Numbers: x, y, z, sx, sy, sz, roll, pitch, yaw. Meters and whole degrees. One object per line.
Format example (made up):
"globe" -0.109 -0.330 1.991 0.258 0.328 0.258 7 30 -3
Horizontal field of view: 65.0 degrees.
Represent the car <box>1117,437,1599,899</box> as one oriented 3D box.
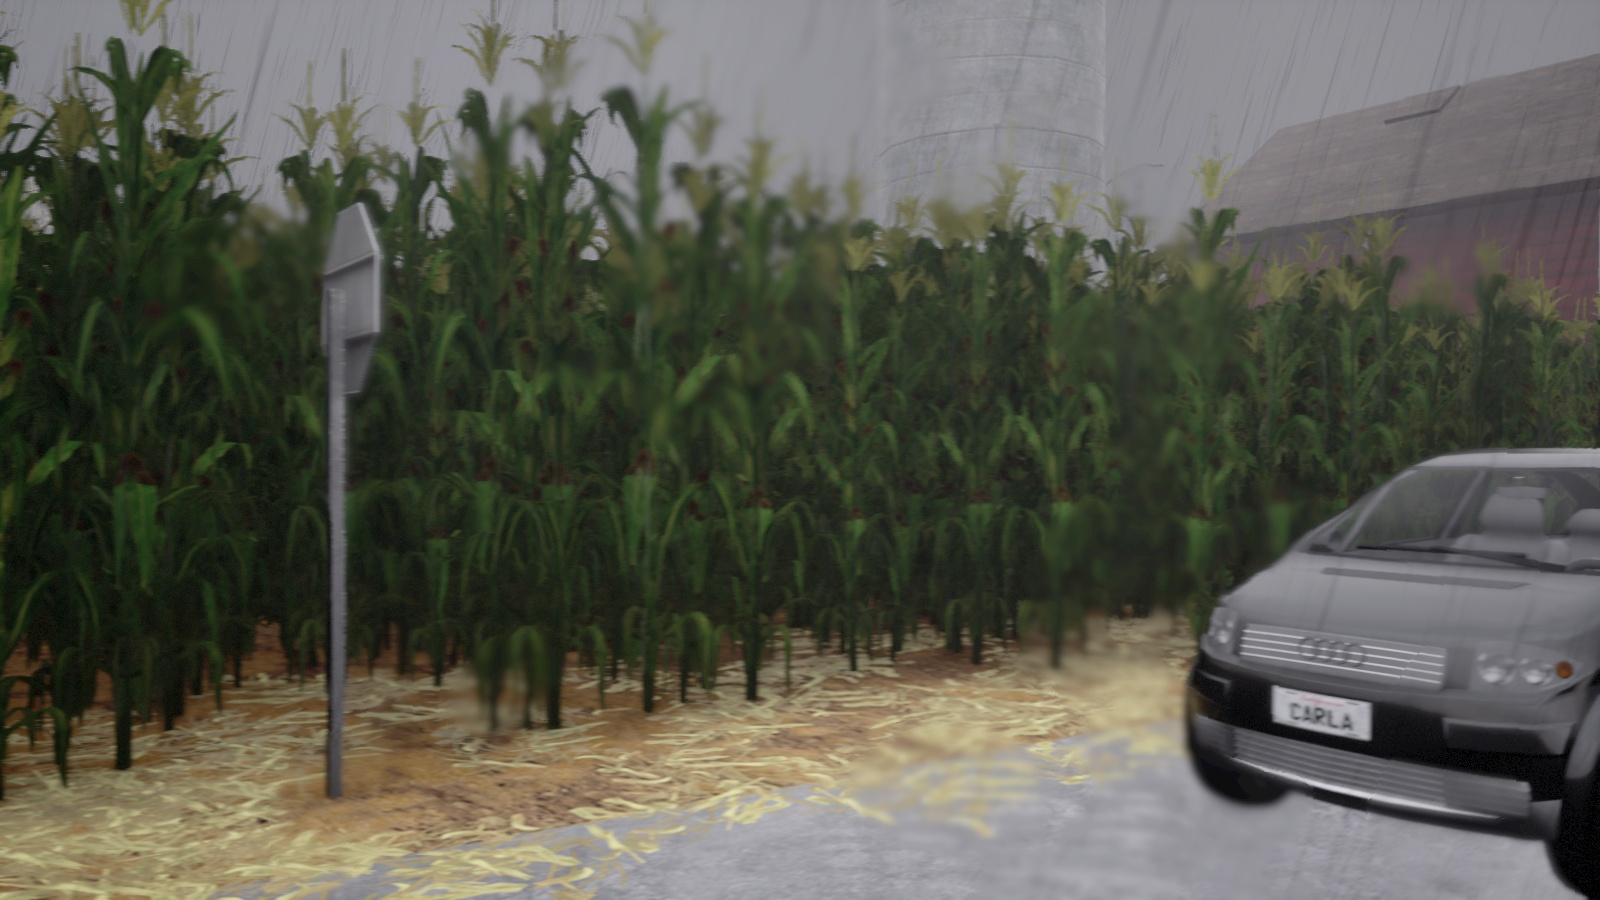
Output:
"car" 3.342 0.756 5.495 3.705 1.549 1.789 1 -1 -35
